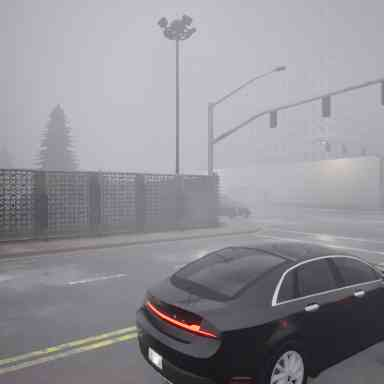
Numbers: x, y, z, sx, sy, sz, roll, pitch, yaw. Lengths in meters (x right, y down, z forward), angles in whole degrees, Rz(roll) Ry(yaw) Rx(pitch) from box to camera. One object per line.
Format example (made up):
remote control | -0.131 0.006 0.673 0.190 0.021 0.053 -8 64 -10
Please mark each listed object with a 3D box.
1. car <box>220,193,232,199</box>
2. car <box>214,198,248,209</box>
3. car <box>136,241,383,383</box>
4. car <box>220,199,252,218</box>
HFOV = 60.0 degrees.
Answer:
car | 2.811 1.167 35.621 2.150 2.045 5.566 0 0 -35
car | 5.172 1.545 44.745 1.895 1.301 4.718 0 0 -35
car | 1.592 1.505 4.919 4.892 1.490 1.837 0 0 -35
car | 3.016 1.545 29.222 1.895 1.301 4.718 0 0 -34
